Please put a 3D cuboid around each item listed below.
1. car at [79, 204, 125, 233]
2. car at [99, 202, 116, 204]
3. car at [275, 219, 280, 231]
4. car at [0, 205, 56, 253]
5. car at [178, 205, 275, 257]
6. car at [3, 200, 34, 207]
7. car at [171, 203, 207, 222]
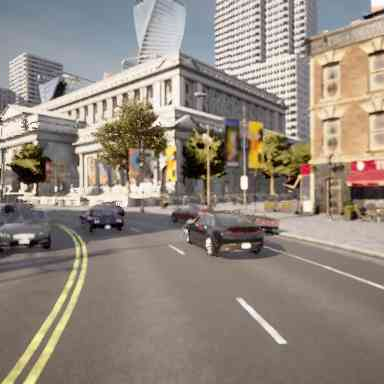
[{"bbox_3d":[-5.584,1.615,20.117,1.895,1.301,4.718,0,0,-27],"label":"car"},{"bbox_3d":[-7.634,1.581,29.579,1.994,1.385,4.181,0,0,-37],"label":"car"},{"bbox_3d":[2.711,1.554,18.216,1.895,1.301,4.718,0,0,-19],"label":"car"},{"bbox_3d":[-6.951,1.523,14.169,2.128,1.511,4.902,0,0,-23],"label":"car"},{"bbox_3d":[1.050,1.481,13.025,1.837,1.490,4.892,0,0,-17],"label":"car"},{"bbox_3d":[-19.047,1.637,36.616,5.357,1.411,2.033,0,0,42],"label":"car"},{"bbox_3d":[0.176,1.490,23.355,2.002,1.452,4.674,0,0,-29],"label":"car"}]
